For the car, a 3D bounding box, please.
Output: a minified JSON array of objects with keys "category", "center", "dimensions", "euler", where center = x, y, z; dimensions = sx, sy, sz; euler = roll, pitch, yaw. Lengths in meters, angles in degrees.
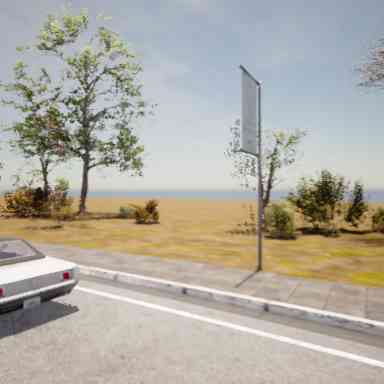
[{"category":"car","center":[-4.567,1.560,6.758],"dimensions":[4.718,1.301,1.895],"euler":[0,0,32]}]
